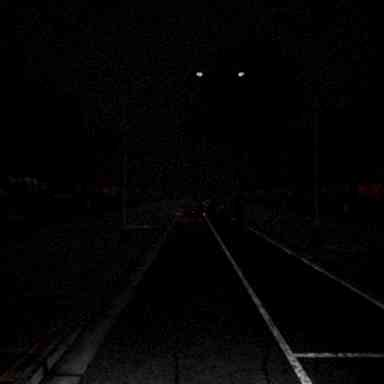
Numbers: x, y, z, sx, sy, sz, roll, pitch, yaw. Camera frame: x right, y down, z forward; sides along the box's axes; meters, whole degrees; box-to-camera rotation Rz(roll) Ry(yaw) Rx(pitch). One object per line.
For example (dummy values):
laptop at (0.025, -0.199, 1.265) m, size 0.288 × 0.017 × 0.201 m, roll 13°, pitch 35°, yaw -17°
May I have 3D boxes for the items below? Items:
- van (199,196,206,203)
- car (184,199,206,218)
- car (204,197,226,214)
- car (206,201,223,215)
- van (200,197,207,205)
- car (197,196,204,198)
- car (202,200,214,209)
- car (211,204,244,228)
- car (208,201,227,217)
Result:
van at (2.763, 2.110, 90.524) m, size 1.690 × 1.788 × 3.998 m, roll 0°, pitch 0°, yaw 0°
car at (0.139, 1.823, 34.815) m, size 1.882 × 1.535 × 5.008 m, roll 0°, pitch 0°, yaw 0°
car at (2.685, 1.662, 35.066) m, size 2.192 × 1.841 × 5.009 m, roll 0°, pitch 0°, yaw 0°
car at (2.693, 1.922, 40.780) m, size 1.752 × 1.417 × 4.829 m, roll 0°, pitch 0°, yaw 0°
van at (2.748, 2.031, 79.433) m, size 1.690 × 1.788 × 3.998 m, roll 0°, pitch 0°, yaw 0°
car at (2.740, 1.965, 73.887) m, size 2.192 × 1.841 × 5.009 m, roll 0°, pitch 0°, yaw 0°
car at (2.717, 2.081, 57.249) m, size 2.008 × 1.369 × 4.403 m, roll 0°, pitch 0°, yaw 0°
car at (2.670, 1.817, 23.973) m, size 1.947 × 1.339 × 4.313 m, roll 0°, pitch 0°, yaw 0°
car at (2.678, 1.826, 29.689) m, size 1.752 × 1.417 × 4.829 m, roll 0°, pitch 0°, yaw 0°
